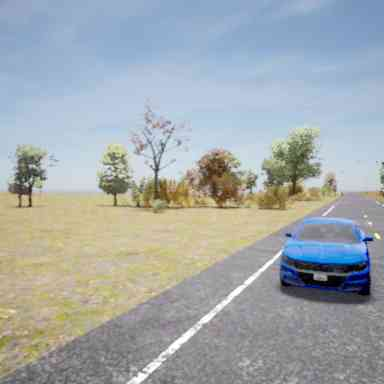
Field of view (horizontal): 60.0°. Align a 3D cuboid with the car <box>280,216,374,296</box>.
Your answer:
[{"bbox_3d":[3.707,1.465,9.035,1.882,1.535,5.008,0,0,26],"label":"car"}]
